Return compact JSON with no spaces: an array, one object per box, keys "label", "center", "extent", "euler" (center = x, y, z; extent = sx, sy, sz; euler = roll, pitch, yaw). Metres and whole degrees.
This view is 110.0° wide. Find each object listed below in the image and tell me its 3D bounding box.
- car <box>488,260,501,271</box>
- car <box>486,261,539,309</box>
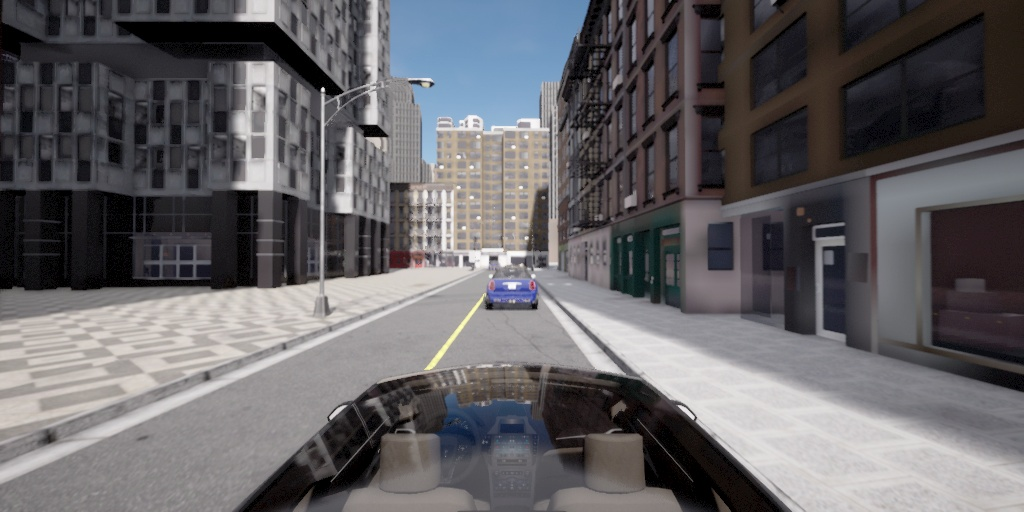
[{"label":"car","center":[-2.963,1.592,61.530],"extent":[2.097,1.767,4.553],"euler":[0,0,0]},{"label":"car","center":[0.010,1.231,15.925],"extent":[2.097,1.767,4.553],"euler":[0,-1,0]}]
